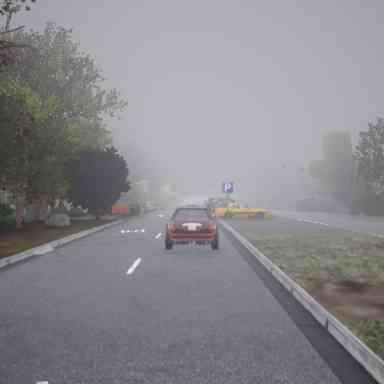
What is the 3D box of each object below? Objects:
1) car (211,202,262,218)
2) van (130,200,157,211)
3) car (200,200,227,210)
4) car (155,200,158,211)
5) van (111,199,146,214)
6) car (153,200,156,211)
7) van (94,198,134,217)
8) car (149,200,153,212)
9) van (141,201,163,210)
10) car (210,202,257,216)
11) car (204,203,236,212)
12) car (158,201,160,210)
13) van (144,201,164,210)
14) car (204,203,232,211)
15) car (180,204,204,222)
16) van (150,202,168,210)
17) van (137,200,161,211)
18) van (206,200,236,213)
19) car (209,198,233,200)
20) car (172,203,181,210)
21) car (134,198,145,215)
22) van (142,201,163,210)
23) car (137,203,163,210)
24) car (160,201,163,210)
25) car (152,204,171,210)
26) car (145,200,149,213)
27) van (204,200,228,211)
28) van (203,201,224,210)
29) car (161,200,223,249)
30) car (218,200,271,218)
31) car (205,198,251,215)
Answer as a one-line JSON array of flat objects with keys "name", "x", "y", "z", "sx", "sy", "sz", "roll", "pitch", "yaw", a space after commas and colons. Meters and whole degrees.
[{"name": "car", "x": 4.535, "y": 1.837, "z": 34.495, "sx": 4.892, "sy": 1.521, "sz": 2.231, "roll": 0, "pitch": -2, "yaw": 0}, {"name": "van", "x": -8.656, "y": 2.462, "z": 59.641, "sx": 4.442, "sy": 1.987, "sz": 1.878, "roll": 0, "pitch": -2, "yaw": 0}, {"name": "car", "x": 4.512, "y": 2.833, "z": 70.549, "sx": 5.566, "sy": 2.045, "sz": 2.435, "roll": 0, "pitch": -3, "yaw": 0}, {"name": "car", "x": -8.534, "y": 2.495, "z": 54.096, "sx": 5.008, "sy": 1.535, "sz": 2.097, "roll": 0, "pitch": -2, "yaw": 0}, {"name": "van", "x": -8.656, "y": 1.979, "z": 45.798, "sx": 4.442, "sy": 1.987, "sz": 1.878, "roll": 0, "pitch": -2, "yaw": 0}, {"name": "car", "x": -8.534, "y": 2.394, "z": 51.202, "sx": 5.008, "sy": 1.535, "sz": 2.097, "roll": 0, "pitch": -2, "yaw": 0}, {"name": "van", "x": -8.657, "y": 1.613, "z": 34.605, "sx": 4.442, "sy": 1.987, "sz": 1.878, "roll": 0, "pitch": -2, "yaw": 0}, {"name": "car", "x": -8.508, "y": 2.176, "z": 48.563, "sx": 4.553, "sy": 1.767, "sz": 2.185, "roll": 0, "pitch": -2, "yaw": 0}, {"name": "van", "x": -8.423, "y": 2.859, "z": 70.565, "sx": 4.442, "sy": 1.987, "sz": 1.878, "roll": 0, "pitch": -2, "yaw": 0}, {"name": "car", "x": 4.534, "y": 1.917, "z": 37.266, "sx": 5.008, "sy": 1.535, "sz": 2.097, "roll": 0, "pitch": -2, "yaw": 0}, {"name": "car", "x": 4.535, "y": 2.488, "z": 53.910, "sx": 5.008, "sy": 1.535, "sz": 2.097, "roll": 0, "pitch": -2, "yaw": 0}, {"name": "car", "x": -8.533, "y": 2.593, "z": 56.865, "sx": 4.892, "sy": 1.521, "sz": 2.231, "roll": 0, "pitch": -2, "yaw": 0}, {"name": "van", "x": -8.656, "y": 3.142, "z": 76.106, "sx": 4.442, "sy": 1.987, "sz": 1.878, "roll": 0, "pitch": -3, "yaw": 0}, {"name": "car", "x": 4.570, "y": 2.712, "z": 59.456, "sx": 4.792, "sy": 1.488, "sz": 2.163, "roll": 0, "pitch": -2, "yaw": 0}, {"name": "car", "x": 0.000, "y": 1.810, "z": 29.690, "sx": 1.994, "sy": 1.385, "sz": 4.181, "roll": 0, "pitch": -1, "yaw": 0}, {"name": "van", "x": -8.656, "y": 3.706, "z": 87.172, "sx": 4.442, "sy": 1.987, "sz": 1.878, "roll": 0, "pitch": -3, "yaw": 0}, {"name": "van", "x": -8.422, "y": 2.656, "z": 65.177, "sx": 4.442, "sy": 1.987, "sz": 1.878, "roll": 0, "pitch": -2, "yaw": 0}, {"name": "van", "x": 4.424, "y": 2.166, "z": 51.143, "sx": 4.442, "sy": 1.987, "sz": 1.878, "roll": 0, "pitch": -2, "yaw": 0}, {"name": "car", "x": 4.509, "y": 1.882, "z": 40.046, "sx": 4.553, "sy": 1.767, "sz": 2.185, "roll": 0, "pitch": -2, "yaw": 0}, {"name": "car", "x": -3.499, "y": 3.436, "z": 77.456, "sx": 1.837, "sy": 1.490, "sz": 4.892, "roll": 0, "pitch": -3, "yaw": 0}, {"name": "car", "x": -8.567, "y": 1.672, "z": 37.497, "sx": 5.566, "sy": 2.045, "sz": 2.435, "roll": 0, "pitch": -2, "yaw": 0}, {"name": "van", "x": -8.656, "y": 3.007, "z": 73.464, "sx": 4.442, "sy": 1.987, "sz": 1.878, "roll": 0, "pitch": -3, "yaw": 0}, {"name": "car", "x": -8.544, "y": 2.978, "z": 67.938, "sx": 5.008, "sy": 1.535, "sz": 2.097, "roll": 0, "pitch": -2, "yaw": 0}, {"name": "car", "x": -8.355, "y": 2.782, "z": 62.403, "sx": 5.366, "sy": 1.575, "sz": 1.946, "roll": 0, "pitch": -2, "yaw": 0}, {"name": "car", "x": -8.534, "y": 4.220, "z": 92.819, "sx": 5.008, "sy": 1.535, "sz": 2.097, "roll": 0, "pitch": -3, "yaw": 0}, {"name": "car", "x": -8.533, "y": 2.109, "z": 43.021, "sx": 4.892, "sy": 1.521, "sz": 2.231, "roll": 0, "pitch": -2, "yaw": 0}, {"name": "van", "x": 4.657, "y": 2.650, "z": 65.015, "sx": 4.442, "sy": 1.987, "sz": 1.878, "roll": 0, "pitch": -2, "yaw": 0}, {"name": "van", "x": 4.657, "y": 3.000, "z": 73.320, "sx": 4.442, "sy": 1.987, "sz": 1.878, "roll": 0, "pitch": -3, "yaw": 0}, {"name": "car", "x": 0.001, "y": 1.385, "z": 14.646, "sx": 2.097, "sy": 1.767, "sz": 4.553, "roll": 0, "pitch": 0, "yaw": 0}, {"name": "car", "x": 4.726, "y": 1.760, "z": 31.728, "sx": 5.366, "sy": 1.575, "sz": 1.946, "roll": 0, "pitch": -2, "yaw": 0}, {"name": "car", "x": 4.569, "y": 1.850, "z": 42.820, "sx": 5.566, "sy": 2.045, "sz": 2.435, "roll": 0, "pitch": -2, "yaw": 0}]
